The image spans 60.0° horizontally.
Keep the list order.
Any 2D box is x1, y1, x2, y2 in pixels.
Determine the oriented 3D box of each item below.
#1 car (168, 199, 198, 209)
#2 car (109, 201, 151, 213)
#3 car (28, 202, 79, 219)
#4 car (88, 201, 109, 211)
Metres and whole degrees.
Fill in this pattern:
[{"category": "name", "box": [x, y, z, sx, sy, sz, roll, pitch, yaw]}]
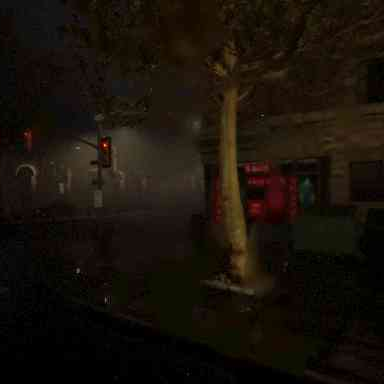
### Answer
[{"category": "car", "box": [-1.120, 1.727, 48.062, 2.033, 1.411, 5.357, 0, 0, 36]}, {"category": "car", "box": [-7.183, 1.781, 39.776, 1.895, 1.301, 4.718, 0, 0, 36]}, {"category": "car", "box": [-13.068, 1.705, 31.692, 1.812, 1.442, 4.674, 0, 0, 36]}, {"category": "car", "box": [-11.666, 1.815, 44.912, 1.895, 1.301, 4.718, 0, 0, 36]}]
